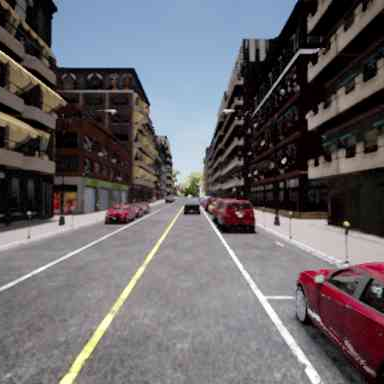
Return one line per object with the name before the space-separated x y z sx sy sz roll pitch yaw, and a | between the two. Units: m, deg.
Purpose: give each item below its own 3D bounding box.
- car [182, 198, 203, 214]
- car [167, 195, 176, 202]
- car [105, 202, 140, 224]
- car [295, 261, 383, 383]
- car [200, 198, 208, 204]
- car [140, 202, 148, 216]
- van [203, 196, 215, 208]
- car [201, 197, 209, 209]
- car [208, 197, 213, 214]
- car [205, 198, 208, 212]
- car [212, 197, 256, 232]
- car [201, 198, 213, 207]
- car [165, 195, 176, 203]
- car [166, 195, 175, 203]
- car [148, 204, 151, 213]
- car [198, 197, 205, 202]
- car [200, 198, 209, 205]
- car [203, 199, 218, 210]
car | 0.005 1.723 37.815 1.837 1.490 4.892 0 0 0
car | -5.666 1.856 93.452 2.192 1.841 5.009 1 0 0
car | -5.677 1.698 26.599 1.887 1.381 4.507 1 0 0
car | 2.701 1.570 4.273 1.887 1.381 4.507 1 0 0
car | 2.708 2.026 76.697 1.802 1.307 4.206 1 0 0
car | -5.676 1.767 32.169 1.802 1.307 4.206 1 0 0
van | 2.710 1.655 54.414 1.690 1.788 3.998 1 0 0
car | 2.709 1.564 43.272 2.192 1.841 5.009 1 0 0
car | 2.707 1.468 26.558 2.192 1.841 5.009 1 0 0
car | 2.705 1.743 37.869 1.752 1.417 4.829 1 0 0
car | 2.706 1.436 20.988 2.192 1.841 5.009 1 0 0
car | 2.707 1.897 59.984 2.008 1.369 4.403 1 0 0
car | -5.671 2.042 82.309 1.947 1.339 4.313 1 0 0
car | -5.666 1.824 87.881 2.192 1.841 5.009 1 0 0
car | -5.676 1.799 37.740 1.802 1.307 4.206 1 0 0
car | 2.710 2.123 93.410 1.802 1.307 4.206 1 0 0
car | 2.708 1.937 71.296 1.752 1.417 4.829 1 0 0
car | 2.706 1.826 48.842 1.887 1.381 4.507 1 0 0
